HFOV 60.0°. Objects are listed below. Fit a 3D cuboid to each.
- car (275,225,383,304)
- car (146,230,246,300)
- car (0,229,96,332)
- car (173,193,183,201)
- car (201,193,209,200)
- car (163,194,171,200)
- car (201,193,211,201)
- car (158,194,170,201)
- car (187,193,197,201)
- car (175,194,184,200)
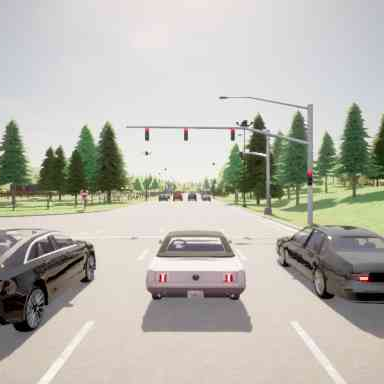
[{"bbox_3d":[3.586,1.547,8.369,2.033,1.411,5.357,0,0,0],"label":"car"},{"bbox_3d":[0.085,1.601,8.343,1.895,1.301,4.718,0,0,0],"label":"car"},{"bbox_3d":[-3.425,1.492,6.805,2.128,1.511,4.902,0,0,0],"label":"car"},{"bbox_3d":[-3.442,1.217,80.647,2.150,2.045,5.566,0,0,0],"label":"car"},{"bbox_3d":[3.566,1.187,91.002,2.097,1.767,4.553,0,0,0],"label":"car"},{"bbox_3d":[-6.934,1.332,91.039,1.837,1.490,4.892,0,0,0],"label":"car"},{"bbox_3d":[3.558,1.517,80.612,2.128,1.511,4.902,0,0,0],"label":"car"},{"bbox_3d":[-6.942,1.347,81.006,2.097,1.767,4.553,0,0,0],"label":"car"},{"bbox_3d":[0.058,1.217,80.644,2.150,2.045,5.566,0,0,0],"label":"car"},{"bbox_3d":[-3.434,1.357,91.037,2.128,1.511,4.902,0,0,0],"label":"car"}]
